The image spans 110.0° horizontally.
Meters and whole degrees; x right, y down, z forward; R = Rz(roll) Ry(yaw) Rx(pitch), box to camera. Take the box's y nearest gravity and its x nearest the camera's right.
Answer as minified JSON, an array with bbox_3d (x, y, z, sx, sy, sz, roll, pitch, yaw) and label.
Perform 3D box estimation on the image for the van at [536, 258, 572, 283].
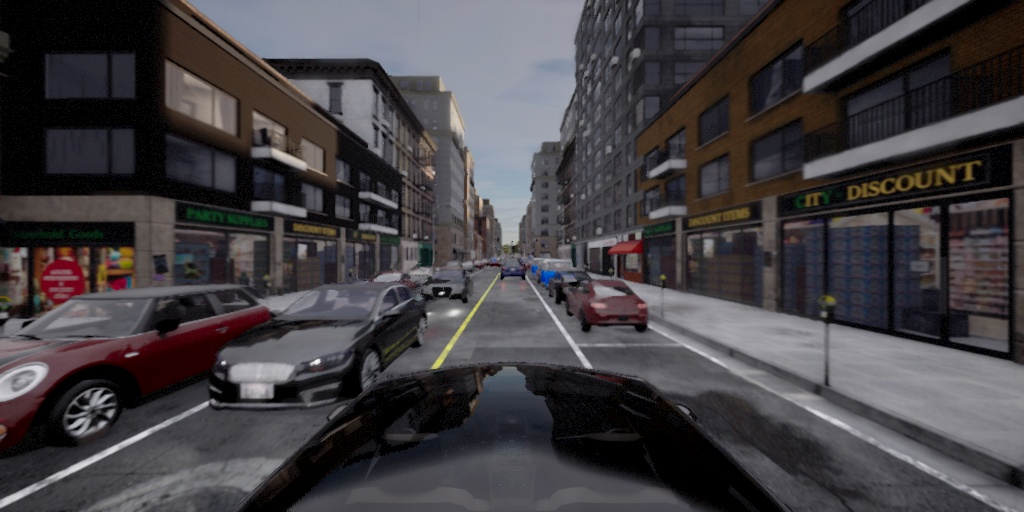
[{"bbox_3d":[2.623,1.083,21.589,1.690,1.789,3.998,0,0,0],"label":"van"}]

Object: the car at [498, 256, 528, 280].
[{"bbox_3d":[0.076,1.100,31.271,2.097,1.767,4.553,0,0,0],"label":"car"}]

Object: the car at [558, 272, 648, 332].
[{"bbox_3d":[2.634,1.325,10.569,1.802,1.307,4.207,0,0,0],"label":"car"}]

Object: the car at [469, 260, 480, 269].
[{"bbox_3d":[-5.424,1.313,43.624,2.007,1.370,4.403,0,0,0],"label":"car"}]

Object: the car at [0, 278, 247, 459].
[{"bbox_3d":[-5.385,1.195,5.050,1.967,1.591,4.097,0,0,0],"label":"car"}]

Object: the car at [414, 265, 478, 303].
[{"bbox_3d":[-2.857,1.313,16.481,1.994,1.385,4.181,0,0,-1],"label":"car"}]

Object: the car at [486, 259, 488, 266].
[{"bbox_3d":[-5.440,1.356,60.157,1.802,1.307,4.207,0,0,0],"label":"car"}]

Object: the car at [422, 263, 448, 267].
[{"bbox_3d":[-5.402,1.302,21.581,2.007,1.370,4.403,0,0,0],"label":"car"}]

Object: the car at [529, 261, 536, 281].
[{"bbox_3d":[2.618,1.294,27.100,2.007,1.370,4.403,0,0,0],"label":"car"}]

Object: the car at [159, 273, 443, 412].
[{"bbox_3d":[-2.851,1.243,6.460,2.128,1.511,4.902,0,0,0],"label":"car"}]

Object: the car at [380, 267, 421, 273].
[{"bbox_3d":[-5.396,1.334,16.071,1.802,1.307,4.207,0,0,0],"label":"car"}]

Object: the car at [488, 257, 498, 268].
[{"bbox_3d":[-2.806,1.373,62.628,1.895,1.301,4.718,0,0,0],"label":"car"}]

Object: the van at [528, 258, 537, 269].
[{"bbox_3d":[2.612,1.087,32.610,1.690,1.789,3.998,0,0,0],"label":"van"}]

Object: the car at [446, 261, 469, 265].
[{"bbox_3d":[-5.413,1.195,32.602,1.967,1.591,4.097,0,0,0],"label":"car"}]

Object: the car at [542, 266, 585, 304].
[{"bbox_3d":[2.629,1.308,16.079,1.948,1.339,4.313,0,0,0],"label":"car"}]

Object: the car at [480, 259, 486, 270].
[{"bbox_3d":[-5.434,1.316,54.646,1.888,1.381,4.507,0,0,0],"label":"car"}]
